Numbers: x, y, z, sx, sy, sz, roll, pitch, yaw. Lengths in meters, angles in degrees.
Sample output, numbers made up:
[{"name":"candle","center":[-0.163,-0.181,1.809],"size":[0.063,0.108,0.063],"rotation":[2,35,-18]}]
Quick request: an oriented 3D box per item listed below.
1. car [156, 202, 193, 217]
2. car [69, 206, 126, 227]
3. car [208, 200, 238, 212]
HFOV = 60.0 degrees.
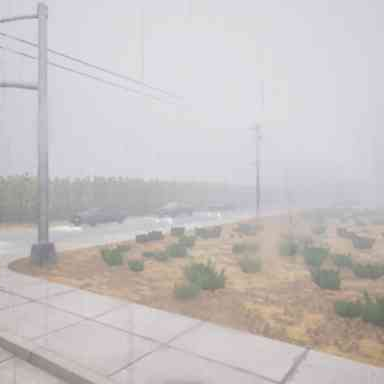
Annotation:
[{"name":"car","center":[-1.596,1.709,33.077],"size":[1.812,1.442,4.674],"rotation":[0,0,32]},{"name":"car","center":[-6.935,1.743,24.739],"size":[1.994,1.385,4.181],"rotation":[0,0,33]},{"name":"car","center":[4.011,1.735,41.872],"size":[2.033,1.411,5.357],"rotation":[0,0,33]}]
